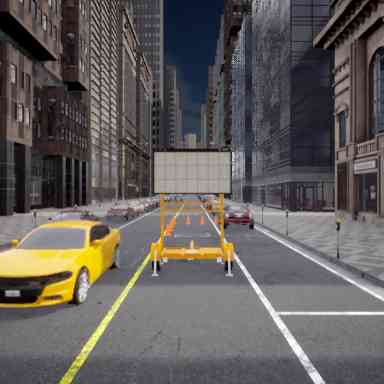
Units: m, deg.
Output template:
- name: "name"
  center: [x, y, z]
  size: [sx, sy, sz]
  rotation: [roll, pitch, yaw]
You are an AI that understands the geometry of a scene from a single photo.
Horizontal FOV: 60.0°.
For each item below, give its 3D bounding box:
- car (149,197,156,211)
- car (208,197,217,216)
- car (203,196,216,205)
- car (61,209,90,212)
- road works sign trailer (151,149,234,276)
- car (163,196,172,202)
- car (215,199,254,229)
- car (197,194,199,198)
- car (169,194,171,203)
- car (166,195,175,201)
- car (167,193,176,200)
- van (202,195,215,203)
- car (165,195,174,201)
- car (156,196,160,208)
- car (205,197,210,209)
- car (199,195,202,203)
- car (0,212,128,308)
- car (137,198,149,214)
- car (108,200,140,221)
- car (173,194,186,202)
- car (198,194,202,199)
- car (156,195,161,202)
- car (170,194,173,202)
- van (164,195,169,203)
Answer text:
- name: "car"
  center: [-5.726, 1.447, 38.425]
  size: [1.967, 1.590, 4.097]
  rotation: [0, 0, 0]
- name: "car"
  center: [2.794, 1.531, 32.994]
  size: [1.752, 1.417, 4.829]
  rotation: [0, 0, 0]
- name: "car"
  center: [2.804, 1.553, 44.028]
  size: [1.887, 1.381, 4.507]
  rotation: [0, 0, 0]
- name: "car"
  center: [-5.746, 1.547, 16.018]
  size: [1.887, 1.381, 4.507]
  rotation: [0, 0, 0]
- name: "road works sign trailer"
  center: [0.009, 0.465, 10.303]
  size: [2.380, 3.560, 2.880]
  rotation: [0, 0, 0]
- name: "car"
  center: [-5.693, 1.583, 77.638]
  size: [1.947, 1.339, 4.313]
  rotation: [0, 0, 0]
- name: "car"
  center: [2.785, 1.443, 21.620]
  size: [1.967, 1.590, 4.097]
  rotation: [0, 0, 0]
- name: "car"
  center: [2.838, 1.563, 83.244]
  size: [1.887, 1.381, 4.507]
  rotation: [0, 0, 0]
- name: "car"
  center: [-5.702, 1.596, 66.434]
  size: [1.802, 1.307, 4.206]
  rotation: [0, 0, 0]
- name: "car"
  center: [-5.683, 1.586, 88.841]
  size: [1.947, 1.339, 4.313]
  rotation: [0, 0, 0]
- name: "car"
  center: [-5.677, 1.337, 94.443]
  size: [2.192, 1.841, 5.009]
  rotation: [0, 0, 0]
- name: "van"
  center: [2.809, 1.350, 49.631]
  size: [1.690, 1.788, 3.998]
  rotation: [0, 0, 0]
- name: "car"
  center: [-5.687, 1.459, 83.240]
  size: [1.967, 1.590, 4.097]
  rotation: [0, 0, 0]
- name: "car"
  center: [-5.722, 1.553, 44.027]
  size: [1.887, 1.381, 4.507]
  rotation: [0, 0, 0]
- name: "car"
  center: [2.799, 1.551, 38.427]
  size: [1.887, 1.381, 4.507]
  rotation: [0, 0, 0]
- name: "car"
  center: [2.818, 1.557, 60.836]
  size: [1.887, 1.381, 4.507]
  rotation: [0, 0, 0]
- name: "car"
  center: [-3.093, 1.478, 8.244]
  size: [1.882, 1.535, 5.008]
  rotation: [0, 0, 0]
- name: "car"
  center: [-5.731, 1.531, 32.654]
  size: [1.752, 1.417, 4.829]
  rotation: [0, 0, 0]
- name: "car"
  center: [-5.736, 1.586, 27.222]
  size: [1.802, 1.307, 4.206]
  rotation: [0, 0, 0]
- name: "car"
  center: [-2.936, 1.507, 73.472]
  size: [2.128, 1.511, 4.902]
  rotation: [0, 0, 0]
- name: "car"
  center: [2.823, 1.454, 66.437]
  size: [1.967, 1.590, 4.097]
  rotation: [0, 0, 0]
- name: "car"
  center: [-5.717, 1.554, 49.630]
  size: [1.887, 1.381, 4.507]
  rotation: [0, 0, 0]
- name: "car"
  center: [-5.697, 1.456, 72.037]
  size: [1.967, 1.590, 4.097]
  rotation: [0, 0, 0]
- name: "van"
  center: [-5.706, 1.354, 60.833]
  size: [1.690, 1.788, 3.998]
  rotation: [0, 0, 0]
